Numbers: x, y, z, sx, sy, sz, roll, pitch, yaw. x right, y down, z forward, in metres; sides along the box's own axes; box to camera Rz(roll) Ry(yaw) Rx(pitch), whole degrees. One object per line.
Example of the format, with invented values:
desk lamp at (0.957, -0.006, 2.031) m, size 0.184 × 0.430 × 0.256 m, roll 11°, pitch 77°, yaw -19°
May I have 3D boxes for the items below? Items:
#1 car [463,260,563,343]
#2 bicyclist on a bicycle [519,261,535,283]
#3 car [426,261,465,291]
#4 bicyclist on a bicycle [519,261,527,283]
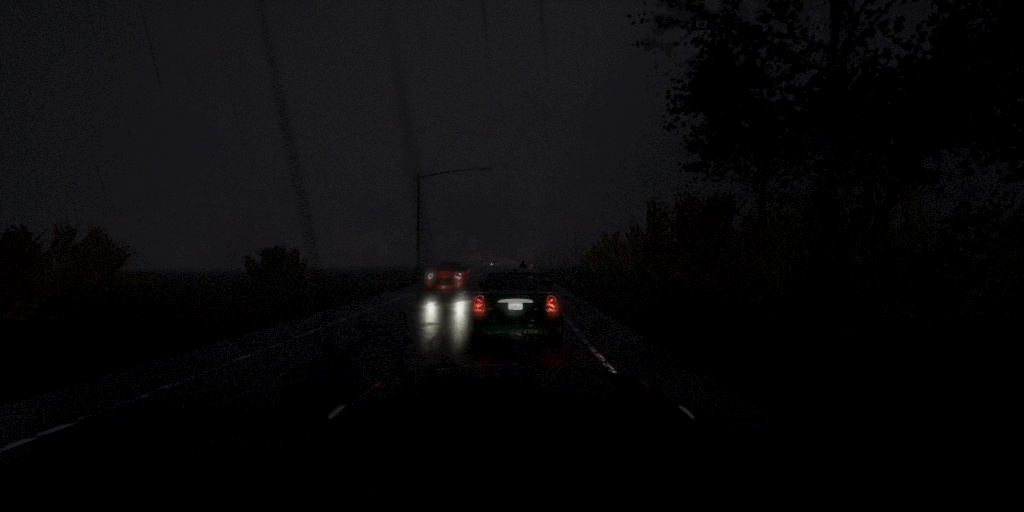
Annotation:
car at (0.073, 1.099, 9.783) m, size 2.097 × 1.767 × 4.553 m, roll 0°, pitch 0°, yaw 0°
bicyclist on a bicycle at (0.905, 1.181, 17.127) m, size 0.866 × 1.612 × 1.509 m, roll 0°, pitch 0°, yaw 0°
car at (-3.686, 1.095, 21.489) m, size 2.097 × 1.767 × 4.553 m, roll 0°, pitch 0°, yaw 0°
bicyclist on a bicycle at (0.842, 1.193, 27.244) m, size 0.582 × 1.620 × 1.656 m, roll 0°, pitch 0°, yaw 0°
